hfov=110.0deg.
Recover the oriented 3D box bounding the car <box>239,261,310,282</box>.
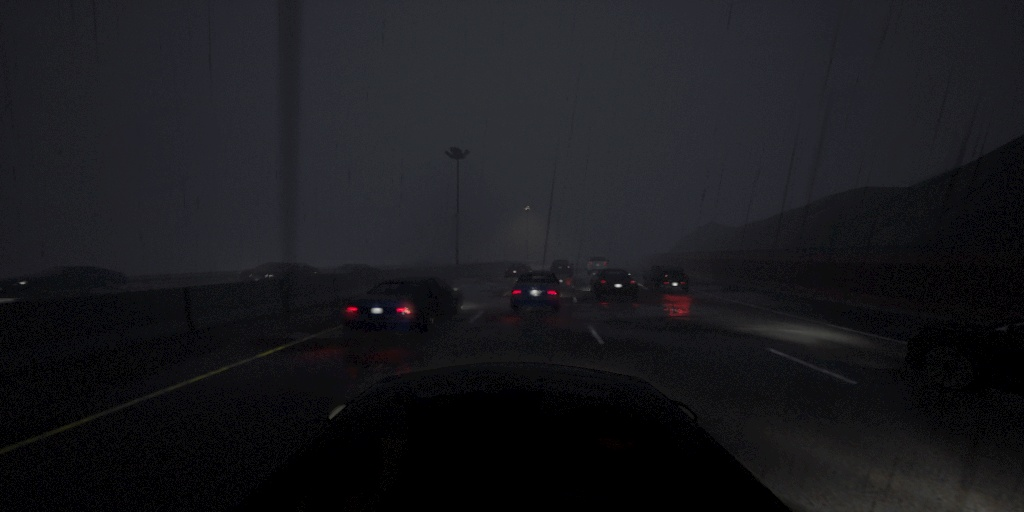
[{"bbox_3d":[-15.365,1.208,24.487,2.128,1.511,4.902,0,0,10],"label":"car"}]

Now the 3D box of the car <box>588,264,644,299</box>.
[{"bbox_3d":[5.122,1.319,18.314,1.994,1.385,4.181,0,0,8],"label":"car"}]

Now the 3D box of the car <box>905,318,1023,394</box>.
[{"bbox_3d":[7.271,1.254,3.777,2.128,1.511,4.902,0,0,2],"label":"car"}]

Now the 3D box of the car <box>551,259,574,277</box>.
[{"bbox_3d":[5.002,1.103,35.685,2.097,1.767,4.553,0,0,12],"label":"car"}]

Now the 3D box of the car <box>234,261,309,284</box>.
[{"bbox_3d":[-18.360,1.188,27.721,1.882,1.535,5.008,0,0,10],"label":"car"}]

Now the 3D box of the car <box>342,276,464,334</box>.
[{"bbox_3d":[-2.854,1.290,10.644,2.033,1.411,5.357,0,0,5],"label":"car"}]

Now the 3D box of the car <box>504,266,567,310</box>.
[{"bbox_3d":[1.068,1.296,14.671,2.033,1.411,5.357,0,0,7],"label":"car"}]

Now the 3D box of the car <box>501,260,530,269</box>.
[{"bbox_3d":[0.662,1.308,32.319,1.994,1.385,4.181,0,0,12],"label":"car"}]

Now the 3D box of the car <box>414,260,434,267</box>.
[{"bbox_3d":[-14.702,1.274,59.978,1.994,1.385,4.181,0,0,14],"label":"car"}]

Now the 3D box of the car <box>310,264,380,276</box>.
[{"bbox_3d":[-11.595,1.271,25.990,2.033,1.411,5.357,0,0,10],"label":"car"}]

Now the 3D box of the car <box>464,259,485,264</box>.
[{"bbox_3d":[-6.466,1.330,64.422,1.895,1.301,4.718,0,0,14],"label":"car"}]

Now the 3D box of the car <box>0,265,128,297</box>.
[{"bbox_3d":[-23.256,1.229,18.777,1.812,1.442,4.674,0,0,8],"label":"car"}]

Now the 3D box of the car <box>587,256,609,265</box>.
[{"bbox_3d":[9.711,0.980,40.624,2.150,2.045,5.566,0,0,13],"label":"car"}]

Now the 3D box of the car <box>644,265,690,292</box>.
[{"bbox_3d":[9.206,1.267,21.710,1.837,1.490,4.892,0,0,10],"label":"car"}]
